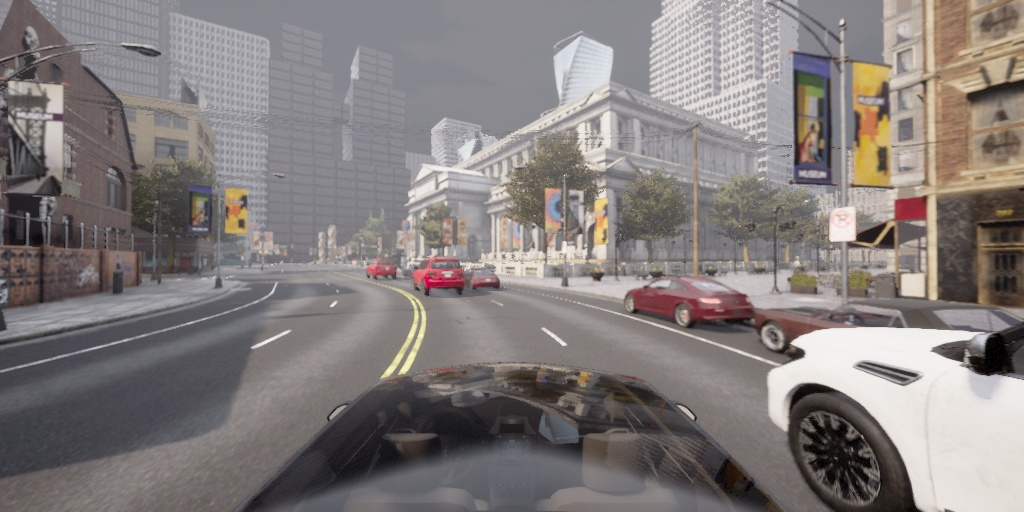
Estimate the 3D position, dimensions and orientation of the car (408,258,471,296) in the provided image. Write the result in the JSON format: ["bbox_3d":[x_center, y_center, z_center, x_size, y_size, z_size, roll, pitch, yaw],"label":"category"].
[{"bbox_3d":[-4.471,1.168,21.296,2.150,2.045,5.566,0,-1,-24],"label":"car"}]

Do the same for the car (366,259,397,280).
[{"bbox_3d":[-13.361,1.335,36.615,2.150,2.045,5.566,0,0,-32],"label":"car"}]

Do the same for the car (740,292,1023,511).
[{"bbox_3d":[3.593,0.956,1.068,2.150,2.045,5.566,0,-1,-1],"label":"car"}]

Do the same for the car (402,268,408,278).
[{"bbox_3d":[-10.186,1.668,38.139,2.033,1.411,5.357,0,-1,-32],"label":"car"}]

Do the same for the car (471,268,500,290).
[{"bbox_3d":[-2.427,1.541,24.763,1.994,1.385,4.181,0,-1,-27],"label":"car"}]
